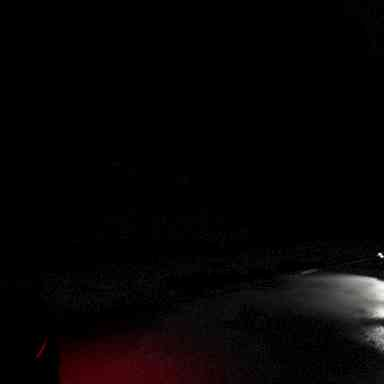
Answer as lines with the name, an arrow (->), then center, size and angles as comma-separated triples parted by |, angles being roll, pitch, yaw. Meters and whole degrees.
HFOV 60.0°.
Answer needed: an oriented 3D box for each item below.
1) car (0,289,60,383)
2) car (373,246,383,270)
car -> -3.523, 1.458, 2.098 | 5.008, 1.535, 1.882 | 1, 0, -35
car -> 7.645, 1.671, 10.033 | 5.357, 1.411, 2.033 | 1, 0, -35
